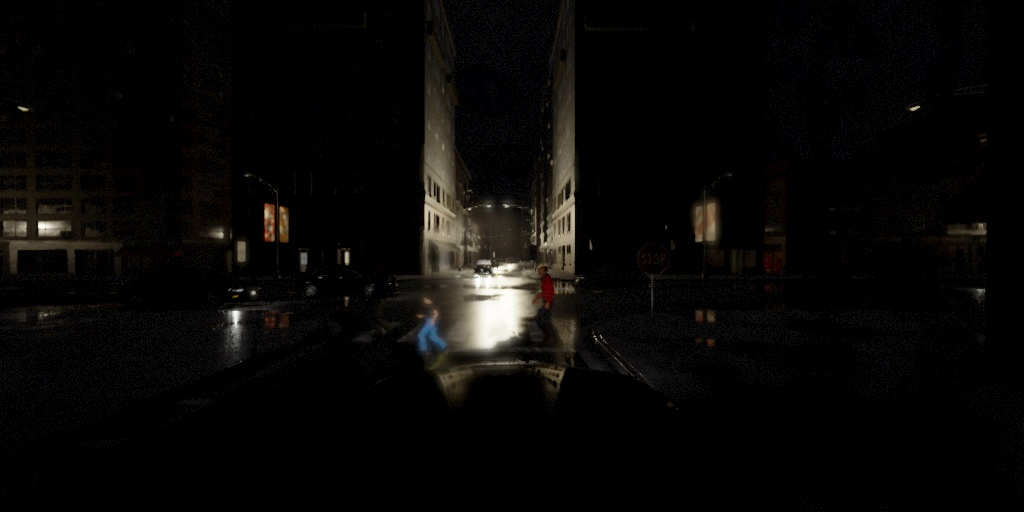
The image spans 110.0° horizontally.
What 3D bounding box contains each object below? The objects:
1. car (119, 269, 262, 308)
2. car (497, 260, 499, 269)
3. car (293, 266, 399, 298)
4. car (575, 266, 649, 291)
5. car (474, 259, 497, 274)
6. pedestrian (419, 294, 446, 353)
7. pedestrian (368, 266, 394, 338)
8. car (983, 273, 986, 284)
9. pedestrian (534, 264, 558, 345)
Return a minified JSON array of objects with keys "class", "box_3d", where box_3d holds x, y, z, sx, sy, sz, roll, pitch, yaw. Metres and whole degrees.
[{"class":"car","box_3d":[-12.955,1.261,14.609,4.892,1.490,1.837,0,0,0]},{"class":"car","box_3d":[-3.084,1.192,57.208,2.128,1.511,4.902,0,0,0]},{"class":"car","box_3d":[-8.162,1.246,17.869,4.892,1.490,1.837,0,0,0]},{"class":"car","box_3d":[5.890,1.278,21.352,4.181,1.385,1.994,0,0,0]},{"class":"car","box_3d":[-3.087,1.204,39.592,2.128,1.511,4.902,0,0,0]},{"class":"pedestrian","box_3d":[-1.626,1.316,7.350,0.375,1.300,0.375,0,0,0]},{"class":"pedestrian","box_3d":[-3.119,1.035,8.544,0.375,1.860,0.375,0,0,0]},{"class":"car","box_3d":[31.396,1.156,21.402,5.008,1.535,1.882,0,0,0]},{"class":"pedestrian","box_3d":[0.746,1.035,7.952,0.375,1.860,0.375,0,0,0]}]
